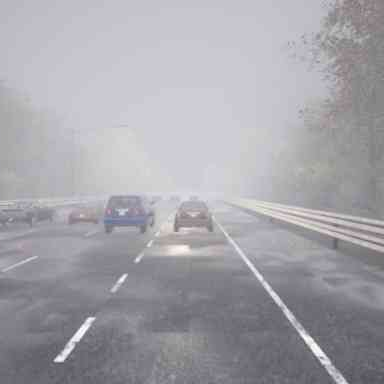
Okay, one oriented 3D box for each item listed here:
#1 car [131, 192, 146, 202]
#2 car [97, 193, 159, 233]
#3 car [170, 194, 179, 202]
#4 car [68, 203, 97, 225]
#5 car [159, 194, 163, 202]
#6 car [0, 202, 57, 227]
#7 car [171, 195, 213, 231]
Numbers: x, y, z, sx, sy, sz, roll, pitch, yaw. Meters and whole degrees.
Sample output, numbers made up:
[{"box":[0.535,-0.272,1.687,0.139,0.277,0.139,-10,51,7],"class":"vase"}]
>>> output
[{"box":[-10.216,0.990,63.630,2.097,1.767,4.553,0,0,0],"class":"car"},{"box":[-3.412,1.111,18.950,2.150,2.045,5.566,0,1,0],"class":"car"},{"box":[-3.205,1.108,64.933,1.882,1.535,5.008,0,0,0],"class":"car"},{"box":[-6.906,1.430,22.881,1.994,1.385,4.181,0,0,0],"class":"car"},{"box":[-6.708,1.110,64.608,1.882,1.535,5.008,0,0,0],"class":"car"},{"box":[-10.409,1.365,21.534,2.128,1.511,4.902,0,0,0],"class":"car"},{"box":[0.086,1.236,19.597,2.097,1.767,4.553,0,0,0],"class":"car"}]
